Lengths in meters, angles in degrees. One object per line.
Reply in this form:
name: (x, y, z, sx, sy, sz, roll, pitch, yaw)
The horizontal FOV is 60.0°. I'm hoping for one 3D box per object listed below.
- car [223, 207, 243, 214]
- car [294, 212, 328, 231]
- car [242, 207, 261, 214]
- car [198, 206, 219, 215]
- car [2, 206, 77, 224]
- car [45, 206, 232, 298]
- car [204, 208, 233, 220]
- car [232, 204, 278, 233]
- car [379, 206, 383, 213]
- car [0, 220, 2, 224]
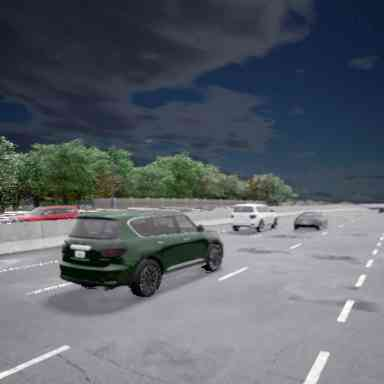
car: (7.901, 3.556, 63.601, 1.895, 1.301, 4.718, -2, -3, 33)
car: (9.599, 2.269, 26.713, 1.994, 1.385, 4.181, -2, -2, 32)
car: (11.198, 3.485, 62.269, 1.895, 1.301, 4.718, -2, -3, 33)
car: (3.147, 3.454, 62.666, 1.837, 1.490, 4.892, -2, -3, 33)
car: (-11.522, 2.171, 26.404, 2.150, 2.045, 5.566, -2, -2, 32)
car: (-1.089, 1.550, 9.775, 2.150, 2.045, 5.566, -2, -2, 32)
car: (3.540, 2.812, 43.713, 1.812, 1.442, 4.674, -2, -2, 32)
car: (4.929, 1.960, 25.883, 2.150, 2.045, 5.566, -2, -2, 32)
car: (37.438, 3.350, 64.488, 1.882, 1.535, 5.008, -2, -3, 32)
car: (-14.461, 2.545, 28.288, 1.837, 1.490, 4.892, -2, -2, 32)
